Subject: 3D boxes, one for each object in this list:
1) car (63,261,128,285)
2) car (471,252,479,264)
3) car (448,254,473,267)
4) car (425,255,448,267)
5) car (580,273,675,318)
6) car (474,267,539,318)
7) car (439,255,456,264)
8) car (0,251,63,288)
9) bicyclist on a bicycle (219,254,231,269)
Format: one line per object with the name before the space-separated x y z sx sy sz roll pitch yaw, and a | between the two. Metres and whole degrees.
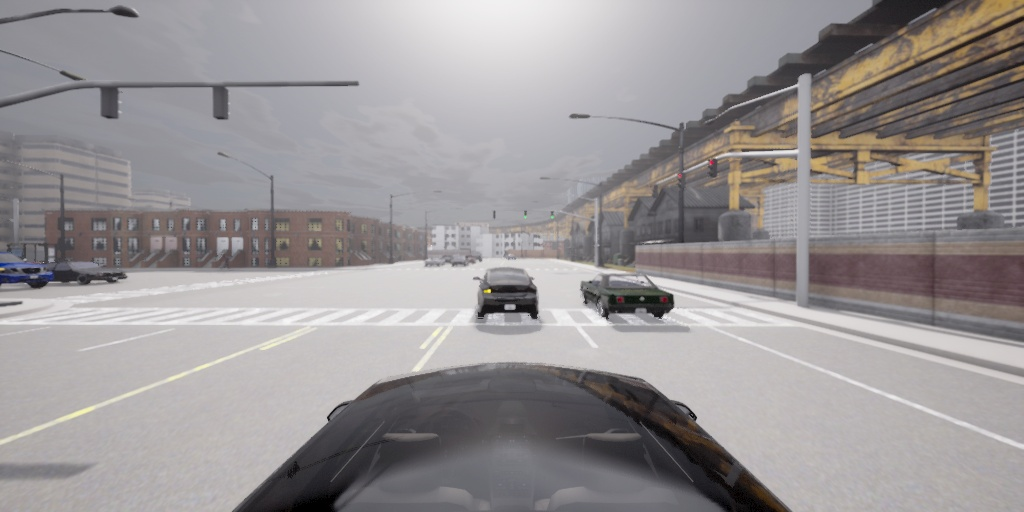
car | -27.488 1.035 22.410 5.357 1.411 2.033 0 1 0
car | -7.018 0.552 59.065 1.812 1.442 4.674 0 1 0
car | -7.064 0.695 49.478 2.033 1.411 5.357 0 1 0
car | -10.567 0.752 49.160 1.895 1.301 4.718 0 1 1
car | 3.598 1.219 12.197 1.895 1.301 4.718 0 1 0
car | -0.261 1.122 12.267 1.837 1.490 4.892 0 1 -5
car | -10.518 0.539 58.475 1.837 1.490 4.892 0 1 1
car | -27.975 0.753 18.913 5.566 2.045 2.150 0 1 0
bicyclist on a bicycle | -31.157 0.580 38.896 0.582 1.620 1.656 0 1 0
